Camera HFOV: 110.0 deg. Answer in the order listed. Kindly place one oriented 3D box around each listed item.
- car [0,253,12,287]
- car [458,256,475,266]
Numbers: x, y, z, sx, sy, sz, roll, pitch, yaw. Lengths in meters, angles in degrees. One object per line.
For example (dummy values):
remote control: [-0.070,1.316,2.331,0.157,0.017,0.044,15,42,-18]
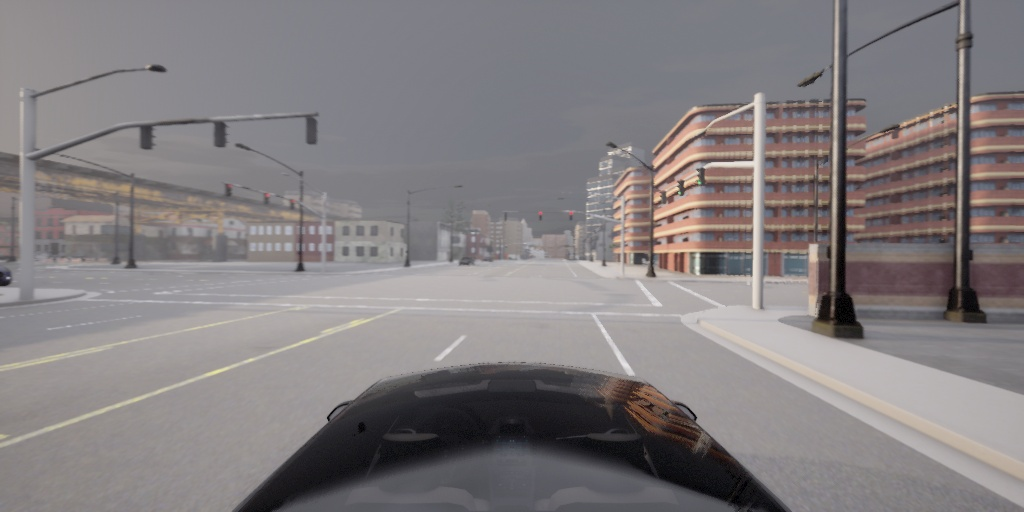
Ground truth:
car: [-29.040,0.661,18.761,4.553,1.767,2.097,0,-5,12]
car: [-7.035,0.823,56.262,1.837,1.490,4.892,1,1,7]
